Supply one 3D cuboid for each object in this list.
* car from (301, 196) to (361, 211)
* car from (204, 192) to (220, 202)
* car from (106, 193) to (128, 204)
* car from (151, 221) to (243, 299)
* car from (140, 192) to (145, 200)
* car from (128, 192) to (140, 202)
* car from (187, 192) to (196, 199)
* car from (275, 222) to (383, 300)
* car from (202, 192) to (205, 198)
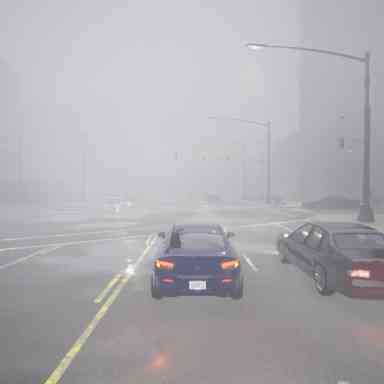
[{"bbox_3d":[13.709,1.080,32.802,5.357,1.411,2.033,0,1,0],"label":"car"},{"bbox_3d":[3.547,0.916,56.089,1.994,1.385,4.181,0,0,0],"label":"car"},{"bbox_3d":[-10.605,0.933,46.143,1.812,1.442,4.674,0,0,0],"label":"car"},{"bbox_3d":[0.104,1.440,8.126,1.812,1.442,4.674,0,1,0],"label":"car"},{"bbox_3d":[-10.574,0.800,66.305,1.882,1.535,5.008,0,0,0],"label":"car"},{"bbox_3d":[-10.605,0.845,55.922,2.128,1.511,4.902,0,0,0],"label":"car"},{"bbox_3d":[-0.061,0.773,75.024,1.882,1.535,5.008,0,0,0],"label":"car"},{"bbox_3d":[3.603,1.461,8.396,2.033,1.411,5.357,0,1,0],"label":"car"},{"bbox_3d":[3.430,0.804,86.277,2.033,1.411,5.357,0,0,0],"label":"car"}]
